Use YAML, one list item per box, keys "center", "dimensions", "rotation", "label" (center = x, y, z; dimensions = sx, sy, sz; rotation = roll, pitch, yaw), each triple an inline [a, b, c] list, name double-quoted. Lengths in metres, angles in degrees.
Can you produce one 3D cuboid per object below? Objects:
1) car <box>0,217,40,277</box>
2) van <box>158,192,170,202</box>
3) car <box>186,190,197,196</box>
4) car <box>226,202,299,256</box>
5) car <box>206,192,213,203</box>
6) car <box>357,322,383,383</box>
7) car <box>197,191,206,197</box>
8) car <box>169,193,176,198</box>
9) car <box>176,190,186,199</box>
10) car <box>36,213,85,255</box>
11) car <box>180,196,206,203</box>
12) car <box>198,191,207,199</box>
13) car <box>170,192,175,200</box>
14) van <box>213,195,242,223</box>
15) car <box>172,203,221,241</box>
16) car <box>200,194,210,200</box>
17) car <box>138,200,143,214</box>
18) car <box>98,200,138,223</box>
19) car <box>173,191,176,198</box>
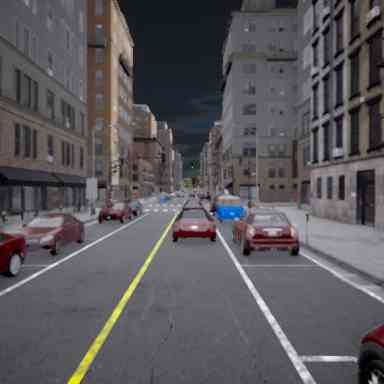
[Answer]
- center: [-5.389, 1.498, 7.289]
  dimensions: [1.887, 1.381, 4.507]
  rotation: [0, 0, 0]
  label: "car"
- center: [-5.416, 0.946, 61.295]
  dimensions: [1.690, 1.788, 3.998]
  rotation: [0, 0, 0]
  label: "van"
- center: [-0.011, 0.893, 84.005]
  dimensions: [1.837, 1.490, 4.892]
  rotation: [0, 0, 0]
  label: "car"
- center: [2.635, 1.359, 12.801]
  dimensions: [1.967, 1.590, 4.097]
  rotation: [0, 0, 0]
  label: "car"
- center: [2.633, 1.129, 29.333]
  dimensions: [2.192, 1.841, 5.009]
  rotation: [0, 0, 0]
  label: "car"
- center: [2.636, 1.428, 1.779]
  dimensions: [1.967, 1.590, 4.097]
  rotation: [0, 0, 0]
  label: "car"
- center: [2.696, 0.884, 66.703]
  dimensions: [2.192, 1.841, 5.009]
  rotation: [0, 0, 0]
  label: "car"
- center: [-5.412, 0.916, 93.564]
  dimensions: [1.752, 1.417, 4.829]
  rotation: [0, 0, 0]
  label: "car"
- center: [-2.761, 0.948, 85.065]
  dimensions: [1.837, 1.490, 4.892]
  rotation: [0, 0, 0]
  label: "car"
- center: [-5.390, 1.501, 12.801]
  dimensions: [1.802, 1.307, 4.206]
  rotation: [0, 0, 0]
  label: "car"
- center: [0.097, 1.373, 29.957]
  dimensions: [1.994, 1.385, 4.181]
  rotation: [0, 0, 0]
  label: "car"
- center: [2.673, 0.741, 88.328]
  dimensions: [2.192, 1.841, 5.009]
  rotation: [0, 0, 0]
  label: "car"
- center: [-5.415, 1.099, 72.109]
  dimensions: [1.947, 1.339, 4.313]
  rotation: [0, 0, 0]
  label: "car"
- center: [2.634, 1.190, 23.822]
  dimensions: [1.690, 1.788, 3.998]
  rotation: [0, 0, 0]
  label: "van"
- center: [0.097, 1.462, 16.099]
  dimensions: [1.994, 1.385, 4.181]
  rotation: [0, 0, 0]
  label: "car"
- center: [2.690, 1.084, 72.111]
  dimensions: [2.008, 1.369, 4.403]
  rotation: [0, 0, 0]
  label: "car"
- center: [-5.392, 1.379, 29.333]
  dimensions: [1.947, 1.339, 4.313]
  rotation: [0, 0, 0]
  label: "car"
- center: [-5.391, 1.394, 23.823]
  dimensions: [1.887, 1.381, 4.507]
  rotation: [0, 0, 0]
  label: "car"
- center: [-5.414, 1.042, 77.515]
  dimensions: [1.887, 1.381, 4.507]
  rotation: [0, 0, 0]
  label: "car"
